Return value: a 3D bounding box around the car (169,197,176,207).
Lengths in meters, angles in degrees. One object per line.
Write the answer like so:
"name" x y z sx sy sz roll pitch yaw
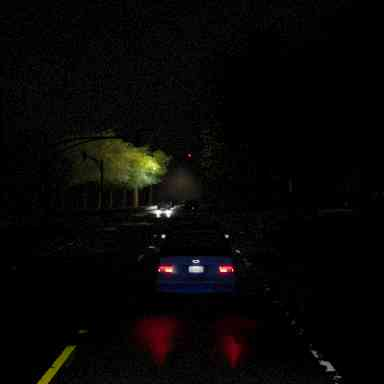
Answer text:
"car" -4.370 1.910 58.908 2.097 1.767 4.553 0 -1 -1

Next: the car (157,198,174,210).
"car" -4.182 2.000 49.804 1.895 1.301 4.718 0 -1 -1

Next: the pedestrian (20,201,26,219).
"pedestrian" -18.100 1.917 35.640 0.375 1.860 0.375 0 1 2

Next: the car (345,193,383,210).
"car" 16.507 0.824 30.470 4.674 1.442 1.812 -2 -1 2

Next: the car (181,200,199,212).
"car" -0.214 1.798 43.788 1.837 1.490 4.892 -1 -1 -8

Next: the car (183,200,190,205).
"car" -1.526 2.963 90.978 1.895 1.301 4.718 0 -2 -1

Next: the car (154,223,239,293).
"car" 0.087 1.550 8.974 2.033 1.411 5.357 0 0 0

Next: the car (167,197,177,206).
"car" -4.761 2.226 79.318 2.150 2.045 5.566 0 -1 -1
